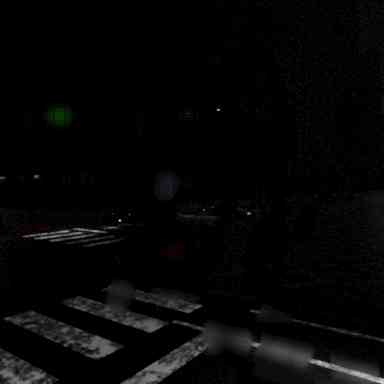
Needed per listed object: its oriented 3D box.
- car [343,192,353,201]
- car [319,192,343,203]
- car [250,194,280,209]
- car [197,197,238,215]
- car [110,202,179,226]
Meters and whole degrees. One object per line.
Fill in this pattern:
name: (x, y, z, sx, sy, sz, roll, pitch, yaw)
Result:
car: (25.488, 0.649, 55.641, 1.882, 1.535, 5.008, 0, 1, 36)
car: (19.601, 0.810, 47.416, 1.837, 1.490, 4.892, 0, 1, 36)
car: (8.130, 0.971, 36.867, 1.882, 1.535, 5.008, 0, 1, 36)
car: (2.322, 1.151, 28.768, 1.812, 1.442, 4.674, 0, 1, 36)
car: (-2.957, 1.348, 21.413, 1.895, 1.301, 4.718, 0, 1, 36)
